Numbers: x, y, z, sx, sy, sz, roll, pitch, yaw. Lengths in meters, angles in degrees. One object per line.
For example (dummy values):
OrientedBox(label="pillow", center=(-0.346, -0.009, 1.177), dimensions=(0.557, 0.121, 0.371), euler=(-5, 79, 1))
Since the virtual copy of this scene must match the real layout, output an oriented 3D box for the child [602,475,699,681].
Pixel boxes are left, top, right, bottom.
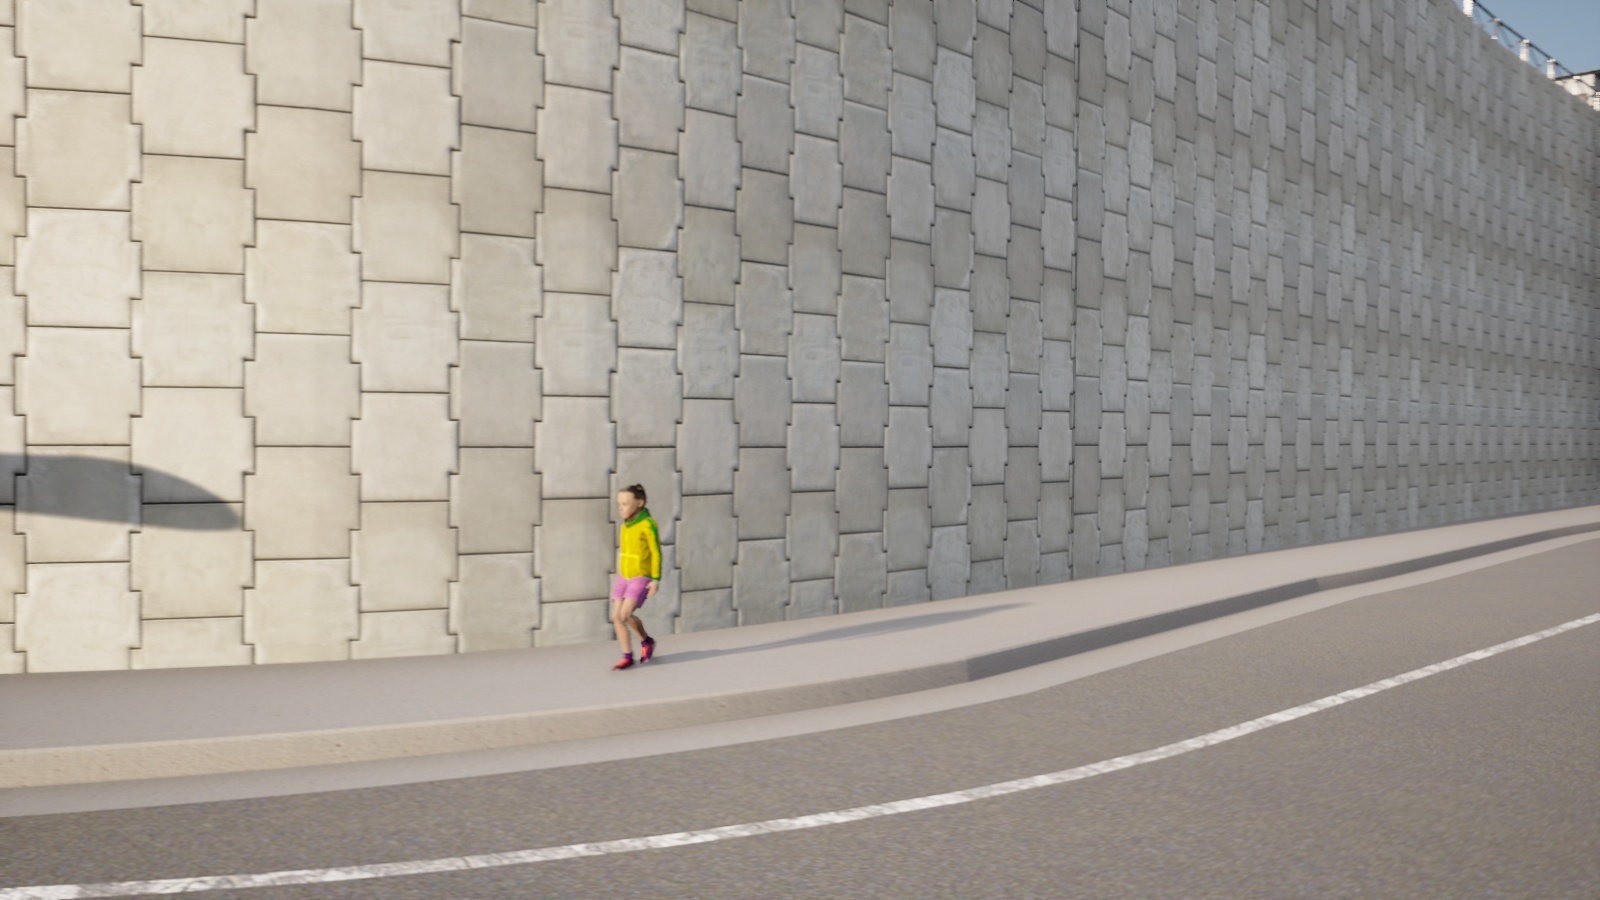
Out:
OrientedBox(label="child", center=(-0.885, 0.740, 7.455), dimensions=(0.299, 1.160, 0.473), euler=(0, 1, 43))
